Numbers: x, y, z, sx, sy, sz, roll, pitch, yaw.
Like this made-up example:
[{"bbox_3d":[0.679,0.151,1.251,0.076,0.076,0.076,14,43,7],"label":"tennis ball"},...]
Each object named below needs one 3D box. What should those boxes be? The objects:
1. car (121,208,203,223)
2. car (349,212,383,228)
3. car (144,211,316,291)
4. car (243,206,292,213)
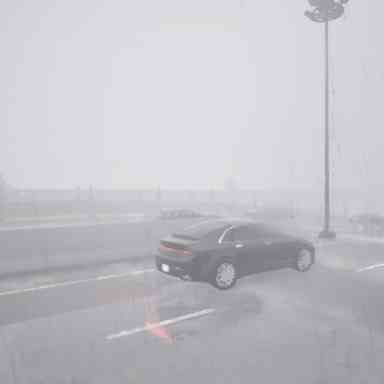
[{"bbox_3d":[-1.058,1.514,16.127,5.357,1.411,2.033,0,0,-35],"label":"car"},{"bbox_3d":[17.974,2.801,33.937,4.902,1.511,2.128,7,-4,-35],"label":"car"},{"bbox_3d":[1.368,1.479,9.019,4.892,1.490,1.837,0,0,-35],"label":"car"},{"bbox_3d":[7.073,1.950,30.480,5.357,1.411,2.033,4,-2,-35],"label":"car"}]
